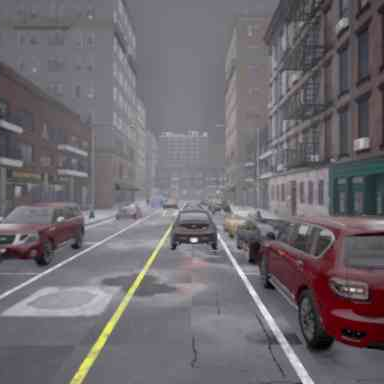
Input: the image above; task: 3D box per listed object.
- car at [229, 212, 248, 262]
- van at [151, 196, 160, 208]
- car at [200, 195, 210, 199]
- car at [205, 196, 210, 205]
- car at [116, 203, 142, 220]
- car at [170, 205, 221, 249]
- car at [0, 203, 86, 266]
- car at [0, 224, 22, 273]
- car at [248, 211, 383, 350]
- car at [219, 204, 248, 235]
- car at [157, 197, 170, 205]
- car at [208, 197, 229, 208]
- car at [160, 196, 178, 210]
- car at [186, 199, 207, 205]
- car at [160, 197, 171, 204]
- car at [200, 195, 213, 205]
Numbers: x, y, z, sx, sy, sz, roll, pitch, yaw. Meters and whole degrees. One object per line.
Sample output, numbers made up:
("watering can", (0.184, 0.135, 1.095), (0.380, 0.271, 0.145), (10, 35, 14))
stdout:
("car", (2.636, 1.597, 11.910), (1.947, 1.339, 4.313), (0, 0, 0))
("van", (-5.393, 1.478, 51.543), (1.690, 1.788, 3.998), (0, 0, 0))
("car", (2.632, 1.718, 57.204), (1.947, 1.339, 4.313), (0, 0, 0))
("car", (3.010, 1.589, 42.592), (1.882, 1.535, 5.008), (0, 0, 0))
("car", (-5.391, 1.658, 28.895), (1.802, 1.307, 4.206), (0, 0, 0))
("car", (0.085, 1.543, 14.763), (1.837, 1.490, 4.892), (0, 0, 0))
("car", (-5.389, 1.347, 11.910), (2.192, 1.841, 5.009), (0, 0, 0))
("car", (-5.389, 1.568, 6.247), (2.008, 1.369, 4.403), (0, 0, 0))
("car", (2.636, 1.332, 6.248), (2.192, 1.841, 5.009), (0, 0, 0))
("car", (2.635, 1.572, 17.741), (1.752, 1.417, 4.829), (0, 0, 0))
("car", (-5.394, 1.718, 62.866), (2.008, 1.369, 4.403), (0, 0, 0))
("car", (3.017, 1.597, 35.592), (1.837, 1.490, 4.892), (0, 0, 0))
("car", (-2.843, 1.596, 44.749), (1.882, 1.535, 5.008), (0, 0, 0))
("car", (0.085, 1.643, 30.232), (1.994, 1.385, 4.181), (0, 0, 0))
("car", (-5.394, 1.749, 68.528), (1.947, 1.339, 4.313), (0, 0, 0))
("car", (2.631, 1.482, 62.867), (2.192, 1.841, 5.009), (0, 0, 0))
